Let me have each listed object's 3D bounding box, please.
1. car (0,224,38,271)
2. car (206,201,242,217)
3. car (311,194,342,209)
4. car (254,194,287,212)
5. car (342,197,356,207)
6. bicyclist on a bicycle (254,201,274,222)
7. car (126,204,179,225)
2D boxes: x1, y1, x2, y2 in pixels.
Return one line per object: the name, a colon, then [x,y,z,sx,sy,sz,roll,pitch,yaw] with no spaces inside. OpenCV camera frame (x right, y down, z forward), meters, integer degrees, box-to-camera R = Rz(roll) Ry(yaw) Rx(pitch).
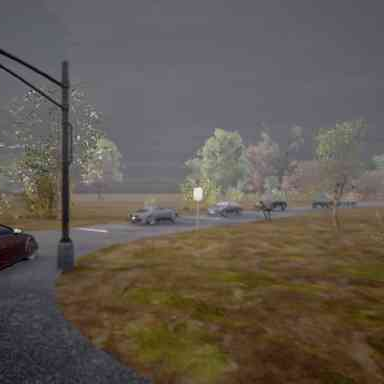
car: [-6.167,1.599,9.758,1.994,1.385,4.181,0,0,-6]
car: [3.309,1.596,32.945,1.812,1.442,4.674,0,0,38]
car: [18.717,1.301,46.847,2.150,2.045,5.566,0,0,41]
car: [9.713,1.300,40.976,2.150,2.045,5.566,0,0,39]
car: [25.380,1.580,54.557,2.128,1.511,4.902,0,0,43]
bicyclist on a bicycle: [5.459,1.506,25.396,1.656,1.620,0.582,-1,0,37]
car: [-2.874,1.627,24.779,1.994,1.385,4.181,0,0,37]
